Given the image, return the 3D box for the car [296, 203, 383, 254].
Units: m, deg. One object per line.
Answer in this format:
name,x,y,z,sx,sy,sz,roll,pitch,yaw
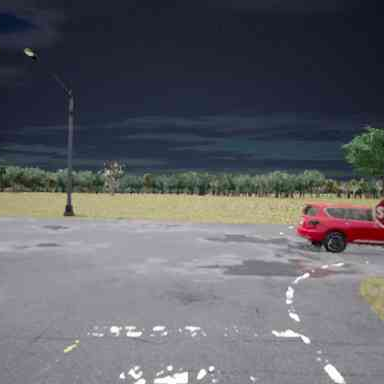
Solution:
car,7.605,1.621,15.027,5.566,2.045,2.150,3,0,0
